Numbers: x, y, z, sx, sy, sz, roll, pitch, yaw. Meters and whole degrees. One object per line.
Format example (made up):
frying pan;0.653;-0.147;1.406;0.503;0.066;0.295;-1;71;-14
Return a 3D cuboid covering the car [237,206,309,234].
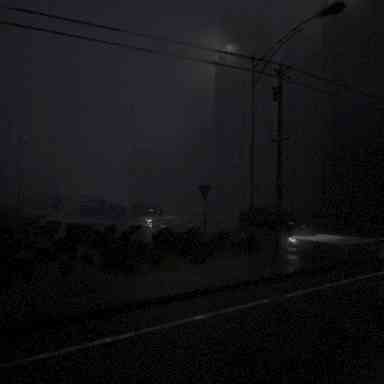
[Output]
car;4.888;1.689;20.661;1.837;1.490;4.892;1;0;-35

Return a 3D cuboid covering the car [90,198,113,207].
car;-15.238;1.753;55.664;2.033;1.411;5.357;1;-1;-35

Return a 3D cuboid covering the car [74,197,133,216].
car;-8.729;1.604;32.849;4.611;1.667;2.242;1;0;-35

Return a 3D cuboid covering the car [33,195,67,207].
car;-22.550;1.424;52.721;3.866;1.878;1.905;1;0;-35

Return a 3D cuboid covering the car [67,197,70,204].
car;-25.495;1.790;70.064;1.895;1.301;4.718;1;0;-35

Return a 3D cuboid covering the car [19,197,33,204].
car;-30.718;1.602;63.463;4.193;1.474;1.816;1;0;-35

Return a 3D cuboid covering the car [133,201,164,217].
car;-4.650;1.679;34.210;1.837;1.490;4.892;1;0;-35

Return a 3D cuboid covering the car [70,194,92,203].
car;-16.408;1.407;51.081;2.150;2.045;5.566;1;0;-35
